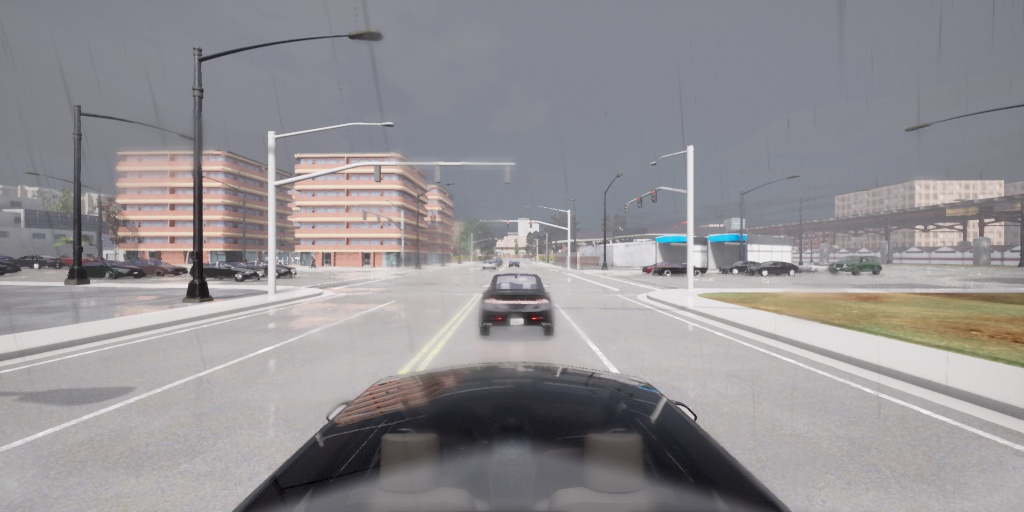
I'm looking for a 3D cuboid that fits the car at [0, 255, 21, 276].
[{"bbox_3d":[-41.253,0.837,27.022,5.357,1.411,2.033,1,0,1],"label":"car"}]

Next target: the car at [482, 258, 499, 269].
[{"bbox_3d":[-3.343,1.351,52.166,1.895,1.301,4.718,0,0,0],"label":"car"}]

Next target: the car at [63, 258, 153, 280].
[{"bbox_3d":[-30.009,1.050,26.736,4.181,1.385,1.994,1,0,1],"label":"car"}]

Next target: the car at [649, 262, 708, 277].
[{"bbox_3d":[16.635,1.351,35.651,4.718,1.301,1.895,0,0,0],"label":"car"}]

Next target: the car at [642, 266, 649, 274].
[{"bbox_3d":[16.475,1.314,39.179,4.181,1.385,1.994,0,0,1],"label":"car"}]

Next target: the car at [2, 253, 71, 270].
[{"bbox_3d":[-50.377,0.628,37.894,4.892,1.490,1.837,1,0,2],"label":"car"}]

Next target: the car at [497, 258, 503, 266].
[{"bbox_3d":[-3.245,1.242,64.717,2.128,1.511,4.902,0,0,1],"label":"car"}]

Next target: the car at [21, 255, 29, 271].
[{"bbox_3d":[-44.911,0.786,30.626,4.181,1.385,1.994,1,0,2],"label":"car"}]

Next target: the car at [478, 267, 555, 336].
[{"bbox_3d":[0.121,1.242,10.343,2.128,1.511,4.902,0,0,0],"label":"car"}]

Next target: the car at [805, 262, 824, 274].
[{"bbox_3d":[34.885,1.351,41.028,4.718,1.301,1.895,0,0,-19],"label":"car"}]

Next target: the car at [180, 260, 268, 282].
[{"bbox_3d":[-20.949,1.109,26.508,4.902,1.511,2.128,1,0,1],"label":"car"}]

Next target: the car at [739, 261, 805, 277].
[{"bbox_3d":[25.914,1.255,35.803,4.892,1.490,1.837,0,0,-5],"label":"car"}]

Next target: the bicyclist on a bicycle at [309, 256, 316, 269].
[{"bbox_3d":[-25.927,0.844,46.628,0.582,1.620,1.656,1,0,1],"label":"bicyclist on a bicycle"}]

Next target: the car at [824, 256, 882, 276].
[{"bbox_3d":[36.329,0.971,37.857,5.566,2.045,2.150,0,0,-19],"label":"car"}]

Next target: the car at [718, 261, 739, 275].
[{"bbox_3d":[25.220,1.255,39.256,4.892,1.490,1.837,0,0,-5],"label":"car"}]

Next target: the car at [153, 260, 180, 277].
[{"bbox_3d":[-30.559,1.022,30.253,5.357,1.411,2.033,1,0,1],"label":"car"}]

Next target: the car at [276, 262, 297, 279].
[{"bbox_3d":[-20.660,1.109,29.999,4.902,1.511,2.128,1,0,1],"label":"car"}]
